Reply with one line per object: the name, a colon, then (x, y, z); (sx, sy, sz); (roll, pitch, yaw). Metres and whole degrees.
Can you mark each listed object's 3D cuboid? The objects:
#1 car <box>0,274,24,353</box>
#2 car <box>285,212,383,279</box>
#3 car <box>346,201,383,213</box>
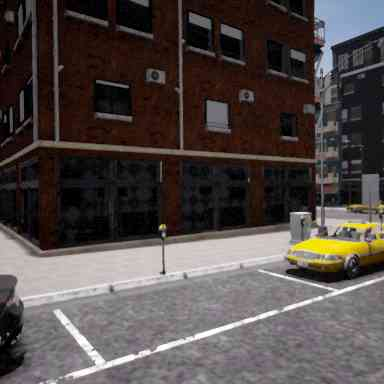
car: (-4.255, 1.549, 3.538); (4.403, 1.369, 2.008); (0, -1, -35)
car: (4.829, 1.521, 10.018); (4.829, 1.417, 1.752); (0, -1, -35)
car: (18.762, 1.495, 34.921); (1.752, 1.417, 4.829); (-1, 1, -36)
